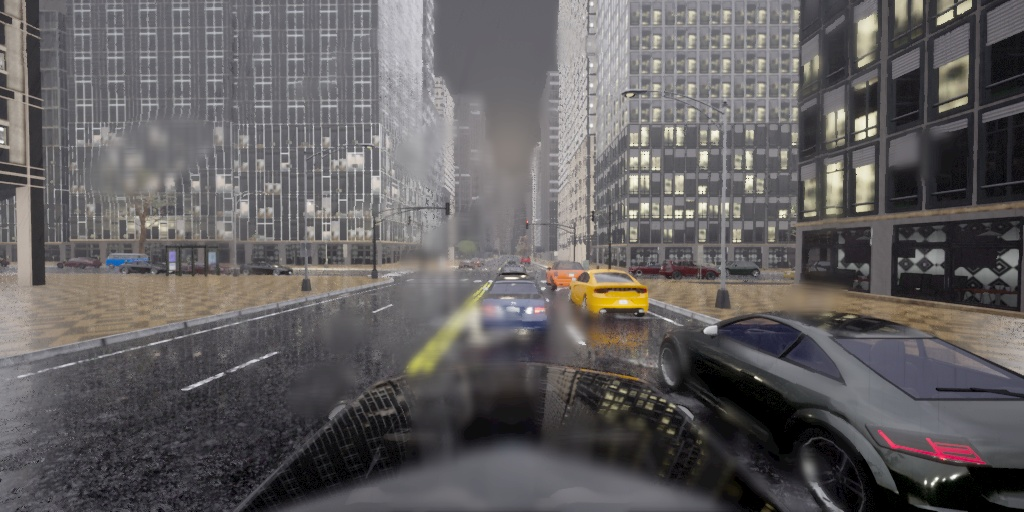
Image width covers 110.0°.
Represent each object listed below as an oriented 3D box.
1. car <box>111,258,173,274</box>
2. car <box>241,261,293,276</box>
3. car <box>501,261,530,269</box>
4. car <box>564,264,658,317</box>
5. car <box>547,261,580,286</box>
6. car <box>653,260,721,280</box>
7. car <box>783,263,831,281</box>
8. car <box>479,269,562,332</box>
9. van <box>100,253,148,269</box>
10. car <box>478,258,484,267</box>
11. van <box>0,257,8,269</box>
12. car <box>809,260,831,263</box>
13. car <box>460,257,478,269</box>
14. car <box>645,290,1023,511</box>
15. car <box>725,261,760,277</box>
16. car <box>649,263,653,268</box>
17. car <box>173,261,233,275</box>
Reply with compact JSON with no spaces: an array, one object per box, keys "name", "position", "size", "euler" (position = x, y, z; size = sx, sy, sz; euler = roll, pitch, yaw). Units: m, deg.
[{"name":"car","position":[-34.154,1.067,33.632],"size":[4.313,1.339,1.948],"euler":[0,0,1]},{"name":"car","position":[-22.789,1.172,33.346],"size":[4.313,1.339,1.948],"euler":[0,0,1]},{"name":"car","position":[0.066,1.231,20.530],"size":[2.128,1.511,4.902],"euler":[0,0,0]},{"name":"car","position":[3.329,1.222,13.184],"size":[1.882,1.535,5.008],"euler":[0,0,0]},{"name":"car","position":[3.313,1.091,22.189],"size":[2.097,1.767,4.553],"euler":[0,0,0]},{"name":"car","position":[16.137,1.267,32.890],"size":[5.009,1.841,2.192],"euler":[0,0,1]},{"name":"car","position":[27.586,1.577,32.714],"size":[4.829,1.417,1.751],"euler":[0,0,1]},{"name":"car","position":[0.084,1.293,10.778],"size":[2.033,1.411,5.357],"euler":[0,0,1]},{"name":"van","position":[-45.361,0.602,42.272],"size":[3.998,1.789,1.690],"euler":[0,0,1]},{"name":"car","position":[-6.675,1.051,64.304],"size":[2.097,1.767,4.553],"euler":[0,0,0]},{"name":"van","position":[-51.199,0.685,33.999],"size":[3.998,1.789,1.690],"euler":[0,0,1]},{"name":"car","position":[32.656,1.355,38.404],"size":[4.553,1.767,2.097],"euler":[0,1,1]},{"name":"car","position":[-6.687,1.275,54.303],"size":[1.994,1.385,4.181],"euler":[0,0,0]},{"name":"car","position":[3.340,1.313,4.099],"size":[1.994,1.385,4.181],"euler":[0,0,0]},{"name":"car","position":[23.908,1.279,38.544],"size":[4.553,1.767,2.097],"euler":[1,1,1]},{"name":"car","position":[15.012,1.449,38.715],"size":[4.718,1.301,1.895],"euler":[1,1,2]},{"name":"car","position":[-28.473,1.136,33.469],"size":[4.207,1.307,1.802],"euler":[0,0,1]}]
